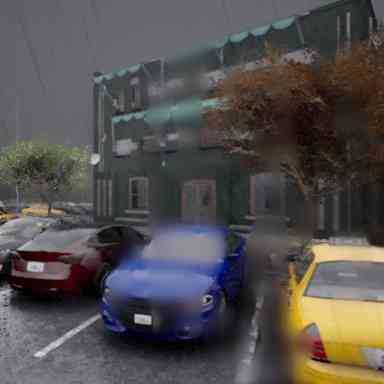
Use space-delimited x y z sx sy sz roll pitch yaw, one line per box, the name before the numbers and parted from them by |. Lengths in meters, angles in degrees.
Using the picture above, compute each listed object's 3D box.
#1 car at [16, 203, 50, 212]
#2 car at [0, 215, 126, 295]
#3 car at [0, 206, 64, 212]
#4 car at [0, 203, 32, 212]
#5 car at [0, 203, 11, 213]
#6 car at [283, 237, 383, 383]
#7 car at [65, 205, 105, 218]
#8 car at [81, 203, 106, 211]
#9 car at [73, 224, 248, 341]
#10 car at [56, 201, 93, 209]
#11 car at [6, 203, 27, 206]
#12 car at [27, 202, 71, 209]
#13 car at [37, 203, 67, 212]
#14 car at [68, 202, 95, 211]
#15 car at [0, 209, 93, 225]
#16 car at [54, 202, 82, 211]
car | -27.623 2.633 57.831 5.366 1.575 1.946 0 -2 15
car | -2.383 1.519 8.665 2.163 1.488 4.792 0 -1 16
car | -7.245 1.486 11.893 1.946 1.575 5.366 1 -1 15
car | -29.370 2.534 54.998 4.892 1.521 2.231 0 -2 15
car | -31.313 2.430 52.217 4.892 1.521 2.231 0 -2 15
car | 2.476 1.487 5.382 1.946 1.575 5.366 0 -1 16
car | -14.402 2.553 44.749 4.674 1.452 2.002 1 -1 15
car | -20.193 3.062 68.255 4.674 1.452 2.002 0 -2 15
car | 0.017 1.488 6.922 2.097 1.535 5.008 1 -1 16
car | -16.092 2.163 42.282 5.566 2.045 2.435 1 -1 15
car | -9.601 1.367 13.820 2.185 1.767 4.553 1 -1 16
car | -17.677 2.308 39.754 5.366 1.575 1.946 1 -2 15
car | -25.482 2.768 60.572 4.792 1.488 2.163 0 -2 15
car | -21.854 2.806 65.799 4.553 1.767 2.185 0 -2 15
car | -4.797 1.491 10.359 2.231 1.521 4.892 1 -1 16
car | -23.607 2.716 63.376 4.553 1.767 2.185 0 -2 15
